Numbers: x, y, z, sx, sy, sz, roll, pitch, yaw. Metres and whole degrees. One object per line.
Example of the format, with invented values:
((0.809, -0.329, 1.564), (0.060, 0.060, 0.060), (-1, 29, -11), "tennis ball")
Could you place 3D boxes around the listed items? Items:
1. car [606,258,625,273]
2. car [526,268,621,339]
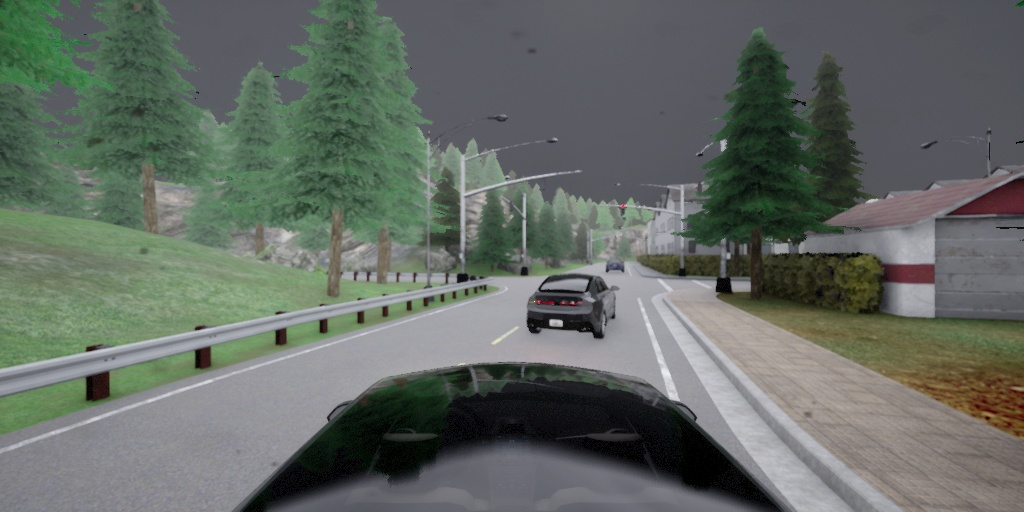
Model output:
((12.489, 1.057, 43.364), (2.097, 1.767, 4.553), (0, 0, 17), "car")
((1.859, 1.246, 10.235), (1.837, 1.490, 4.892), (0, 0, 21), "car")
